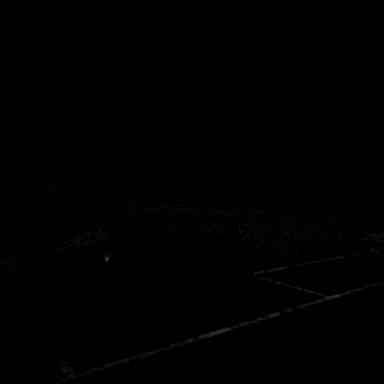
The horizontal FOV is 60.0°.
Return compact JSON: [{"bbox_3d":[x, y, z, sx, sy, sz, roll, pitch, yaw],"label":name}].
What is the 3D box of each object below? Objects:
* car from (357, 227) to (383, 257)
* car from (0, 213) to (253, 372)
[{"bbox_3d":[7.985,1.654,12.343,4.829,1.417,1.752,1,0,-35],"label":"car"},{"bbox_3d":[-1.120,1.337,5.851,5.009,1.841,2.192,1,0,-35],"label":"car"}]
